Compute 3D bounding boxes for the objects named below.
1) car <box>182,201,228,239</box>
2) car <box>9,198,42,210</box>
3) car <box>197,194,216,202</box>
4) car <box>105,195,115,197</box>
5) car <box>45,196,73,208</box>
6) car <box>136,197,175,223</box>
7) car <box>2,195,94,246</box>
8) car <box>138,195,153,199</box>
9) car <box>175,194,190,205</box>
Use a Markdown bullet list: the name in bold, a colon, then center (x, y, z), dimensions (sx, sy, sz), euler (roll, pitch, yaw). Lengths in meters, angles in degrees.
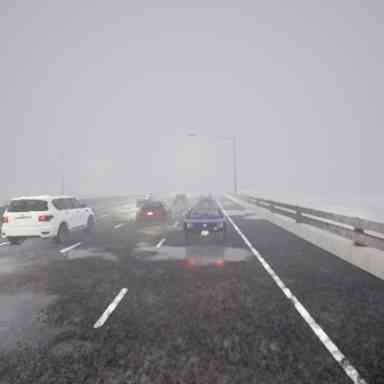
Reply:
- **car**: center (0.624, 1.362, 15.854), dimensions (1.895, 1.301, 4.718), euler (-2, 1, 2)
- **car**: center (-22.659, 1.626, 45.561), dimensions (1.895, 1.301, 4.718), euler (-2, 1, 4)
- **car**: center (1.560, 0.958, 36.656), dimensions (2.128, 1.511, 4.902), euler (-2, 1, 3)
- **car**: center (-14.714, 1.196, 60.084), dimensions (1.994, 1.385, 4.181), euler (-2, 1, 1)
- **car**: center (-19.015, 1.401, 47.861), dimensions (1.837, 1.490, 4.892), euler (-2, 1, 4)
- **car**: center (-2.564, 1.316, 23.081), dimensions (1.994, 1.385, 4.181), euler (-2, 1, 2)
- **car**: center (-6.386, 1.180, 15.476), dimensions (2.150, 2.045, 5.566), euler (-2, 1, 2)
- **car**: center (-5.301, 1.112, 39.386), dimensions (2.128, 1.511, 4.902), euler (-2, 1, 3)
- **car**: center (-1.454, 0.962, 45.770), dimensions (1.812, 1.442, 4.674), euler (-2, 1, 3)
